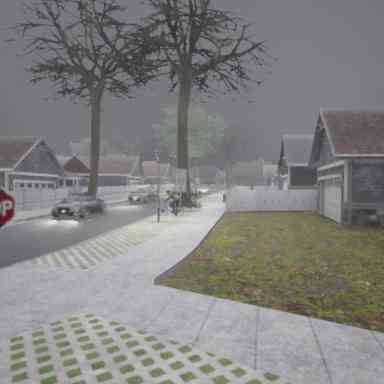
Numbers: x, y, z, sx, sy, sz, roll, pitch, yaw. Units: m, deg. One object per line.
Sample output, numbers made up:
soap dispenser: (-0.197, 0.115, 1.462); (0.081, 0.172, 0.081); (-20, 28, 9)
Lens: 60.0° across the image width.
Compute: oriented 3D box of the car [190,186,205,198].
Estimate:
car: (0.153, 0.047, 45.461); (1.895, 1.301, 4.718); (1, 2, 10)

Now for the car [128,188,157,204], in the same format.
car: (-4.908, 0.331, 33.472); (2.128, 1.511, 4.902); (1, 2, 10)

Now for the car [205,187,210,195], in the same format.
car: (1.837, -0.280, 55.324); (1.895, 1.301, 4.718); (1, 2, 10)

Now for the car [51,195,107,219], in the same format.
car: (-7.092, 0.868, 21.213); (1.994, 1.385, 4.181); (1, 2, 10)

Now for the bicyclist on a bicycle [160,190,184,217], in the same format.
bicyclist on a bicycle: (-1.295, 0.700, 20.262); (1.656, 1.620, 0.582); (1, 2, 10)

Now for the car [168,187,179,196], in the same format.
car: (-2.180, -0.126, 48.480); (1.994, 1.385, 4.181); (1, 2, 11)
